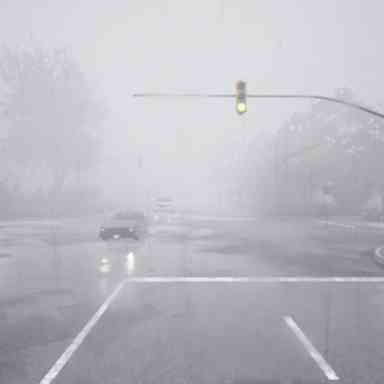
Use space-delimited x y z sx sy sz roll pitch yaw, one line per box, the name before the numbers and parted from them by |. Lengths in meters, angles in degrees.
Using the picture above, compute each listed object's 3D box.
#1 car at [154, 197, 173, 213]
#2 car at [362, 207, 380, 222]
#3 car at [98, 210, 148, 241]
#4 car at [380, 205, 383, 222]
car | -3.587 1.645 43.044 2.150 2.045 5.566 0 0 0
car | 17.142 1.763 28.453 4.902 1.511 2.128 0 -1 -3
car | -3.538 1.723 18.209 2.033 1.411 5.357 0 -1 0
car | 16.920 1.801 24.934 4.181 1.385 1.994 0 -1 -3
